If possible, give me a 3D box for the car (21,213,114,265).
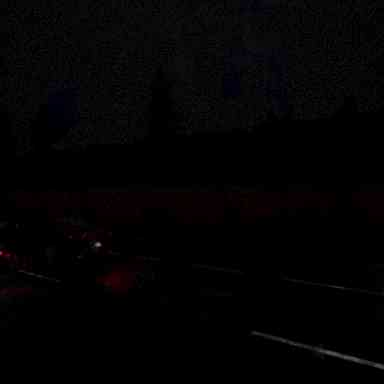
[{"bbox_3d":[-4.947,1.495,11.822,5.008,1.535,1.882,0,0,36],"label":"car"}]

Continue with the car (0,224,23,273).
[{"bbox_3d":[-7.068,1.566,9.038,5.357,1.411,2.033,0,0,36],"label":"car"}]
